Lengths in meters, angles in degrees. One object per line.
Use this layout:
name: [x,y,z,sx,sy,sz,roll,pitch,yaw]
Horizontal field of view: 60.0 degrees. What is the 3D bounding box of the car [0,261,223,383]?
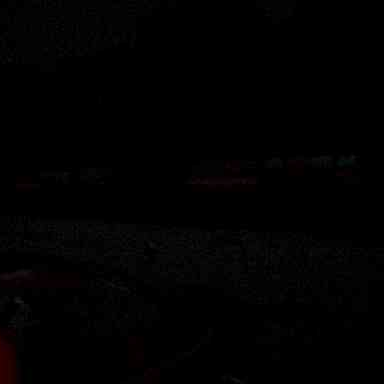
car: [-1.801,1.557,4.079,4.507,1.381,1.887,0,1,35]
